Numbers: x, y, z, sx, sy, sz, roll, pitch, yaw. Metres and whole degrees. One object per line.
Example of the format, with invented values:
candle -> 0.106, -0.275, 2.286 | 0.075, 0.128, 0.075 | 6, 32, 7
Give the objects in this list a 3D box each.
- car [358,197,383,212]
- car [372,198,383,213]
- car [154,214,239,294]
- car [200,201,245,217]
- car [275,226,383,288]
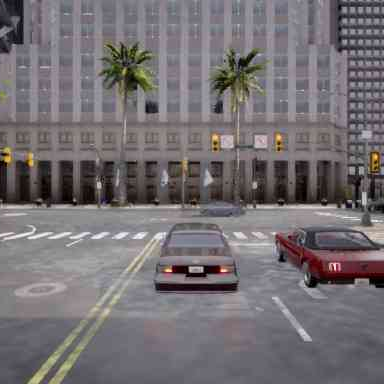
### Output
car -> 21.412, 1.352, 37.784 | 4.553, 1.767, 2.097 | 0, 0, 0
car -> 21.677, 1.601, 34.282 | 4.718, 1.301, 1.895 | 0, 0, 0
car -> 0.099, 1.547, 8.950 | 2.033, 1.411, 5.357 | 0, 0, 0
car -> 2.820, 1.564, 30.679 | 4.181, 1.385, 1.994 | 0, 0, 0
car -> 3.646, 1.601, 9.216 | 1.895, 1.301, 4.718 | 0, 0, 2
